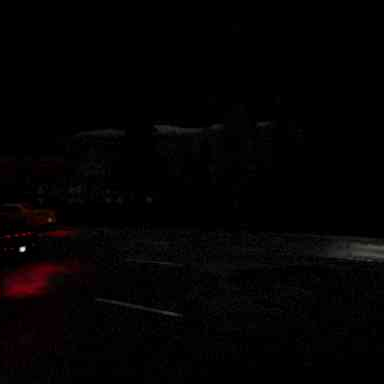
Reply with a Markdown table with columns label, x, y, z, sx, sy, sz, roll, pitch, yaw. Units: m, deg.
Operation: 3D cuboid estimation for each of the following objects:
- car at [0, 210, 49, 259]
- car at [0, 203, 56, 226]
| label | x | y | z | sx | sy | sz | roll | pitch | yaw |
| --- | --- | --- | --- | --- | --- | --- | --- | --- | --- |
| car | -7.386 | 1.468 | 10.827 | 4.892 | 1.490 | 1.837 | 0 | 0 | 19 |
| car | -10.344 | 1.407 | 19.151 | 5.008 | 1.535 | 1.882 | 0 | 0 | 14 |
